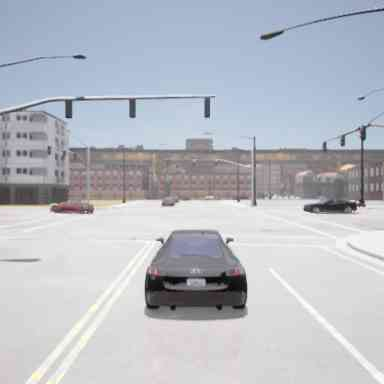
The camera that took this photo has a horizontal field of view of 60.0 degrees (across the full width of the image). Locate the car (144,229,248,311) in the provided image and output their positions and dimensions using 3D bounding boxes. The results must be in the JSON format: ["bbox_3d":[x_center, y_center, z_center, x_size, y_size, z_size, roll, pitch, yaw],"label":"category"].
[{"bbox_3d":[0.075,1.559,7.862,1.994,1.385,4.181,0,0,0],"label":"car"}]

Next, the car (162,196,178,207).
[{"bbox_3d":[-3.649,1.497,51.838,1.812,1.442,4.674,0,0,0],"label":"car"}]

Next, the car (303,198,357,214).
[{"bbox_3d":[13.628,1.371,32.927,5.008,1.535,1.882,-1,0,1],"label":"car"}]

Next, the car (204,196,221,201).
[{"bbox_3d":[5.262,1.548,84.836,1.895,1.301,4.718,0,0,43],"label":"car"}]

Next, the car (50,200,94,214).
[{"bbox_3d":[-12.204,1.539,33.928,4.181,1.385,1.994,0,0,6],"label":"car"}]

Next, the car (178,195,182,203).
[{"bbox_3d":[-3.611,1.455,66.367,2.128,1.511,4.902,0,0,1],"label":"car"}]

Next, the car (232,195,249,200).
[{"bbox_3d":[13.296,1.474,90.772,4.902,1.511,2.128,0,0,-24],"label":"car"}]

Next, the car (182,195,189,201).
[{"bbox_3d":[-2.061,1.456,79.260,1.837,1.490,4.892,0,0,19],"label":"car"}]
